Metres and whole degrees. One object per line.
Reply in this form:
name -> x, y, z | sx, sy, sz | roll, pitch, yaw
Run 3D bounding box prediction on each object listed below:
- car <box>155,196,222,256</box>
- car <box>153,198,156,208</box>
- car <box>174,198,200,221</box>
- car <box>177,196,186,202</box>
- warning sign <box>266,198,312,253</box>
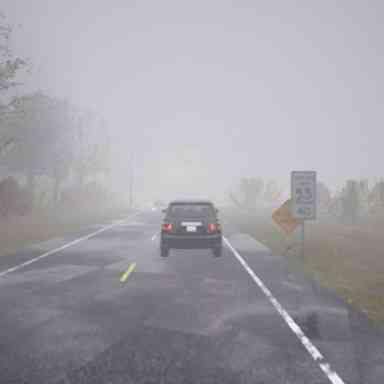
car -> -0.066, 1.281, 13.459 | 2.150, 2.045, 5.566 | 0, 0, -1
car -> -5.227, 1.667, 53.222 | 1.882, 1.535, 5.008 | 0, 0, -3
car -> -0.468, 1.467, 29.390 | 2.097, 1.767, 4.553 | 0, 0, -2
car -> -2.580, 1.749, 82.039 | 1.837, 1.490, 4.892 | 0, 0, -5
warning sign -> 3.462, 1.166, 11.954 | 1.300, 1.860, 1.060 | 1, 0, -1
